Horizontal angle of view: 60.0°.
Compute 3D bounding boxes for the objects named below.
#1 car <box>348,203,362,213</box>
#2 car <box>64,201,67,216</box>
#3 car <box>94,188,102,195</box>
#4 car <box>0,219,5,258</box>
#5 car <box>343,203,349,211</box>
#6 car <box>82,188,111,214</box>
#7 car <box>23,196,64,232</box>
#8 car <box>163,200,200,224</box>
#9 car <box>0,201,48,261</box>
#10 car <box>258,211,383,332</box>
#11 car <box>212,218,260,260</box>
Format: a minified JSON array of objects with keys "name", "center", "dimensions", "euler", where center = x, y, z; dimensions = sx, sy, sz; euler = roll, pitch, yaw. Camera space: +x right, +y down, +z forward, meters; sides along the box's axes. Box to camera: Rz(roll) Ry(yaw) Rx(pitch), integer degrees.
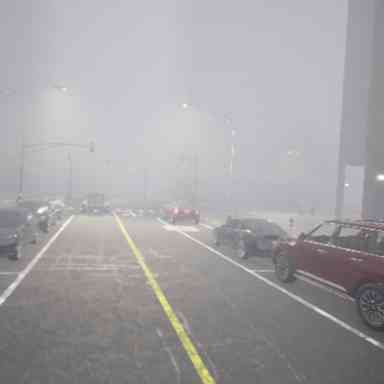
[{"name":"car","center":[28.522,3.010,54.284],"dimensions":[4.718,1.301,1.895],"euler":[3,1,-15]},{"name":"car","center":[-9.047,0.938,21.319],"dimensions":[2.008,1.369,4.403],"euler":[3,0,-16]},{"name":"car","center":[-22.995,-0.098,81.221],"dimensions":[1.837,1.490,4.892],"euler":[3,0,-16]},{"name":"car","center":[-4.496,1.295,5.037],"dimensions":[1.802,1.307,4.206],"euler":[3,0,-16]},{"name":"car","center":[27.456,2.672,57.353],"dimensions":[4.553,1.767,2.097],"euler":[3,0,-15]},{"name":"car","center":[-7.805,0.792,27.175],"dimensions":[2.097,1.767,4.553],"euler":[3,0,-16]},{"name":"car","center":[-7.530,1.062,15.891],"dimensions":[1.947,1.339,4.313],"euler":[3,0,-16]},{"name":"car","center":[-0.846,1.306,23.620],"dimensions":[1.967,1.590,4.097],"euler":[3,0,-16]},{"name":"car","center":[-6.013,1.170,10.464],"dimensions":[1.947,1.339,4.313],"euler":[3,0,-16]},{"name":"car","center":[3.712,1.507,7.339],"dimensions":[2.192,1.841,5.009],"euler":[3,0,-16]},{"name":"car","center":[2.181,1.648,12.767],"dimensions":[1.947,1.339,4.313],"euler":[3,0,-16]}]
